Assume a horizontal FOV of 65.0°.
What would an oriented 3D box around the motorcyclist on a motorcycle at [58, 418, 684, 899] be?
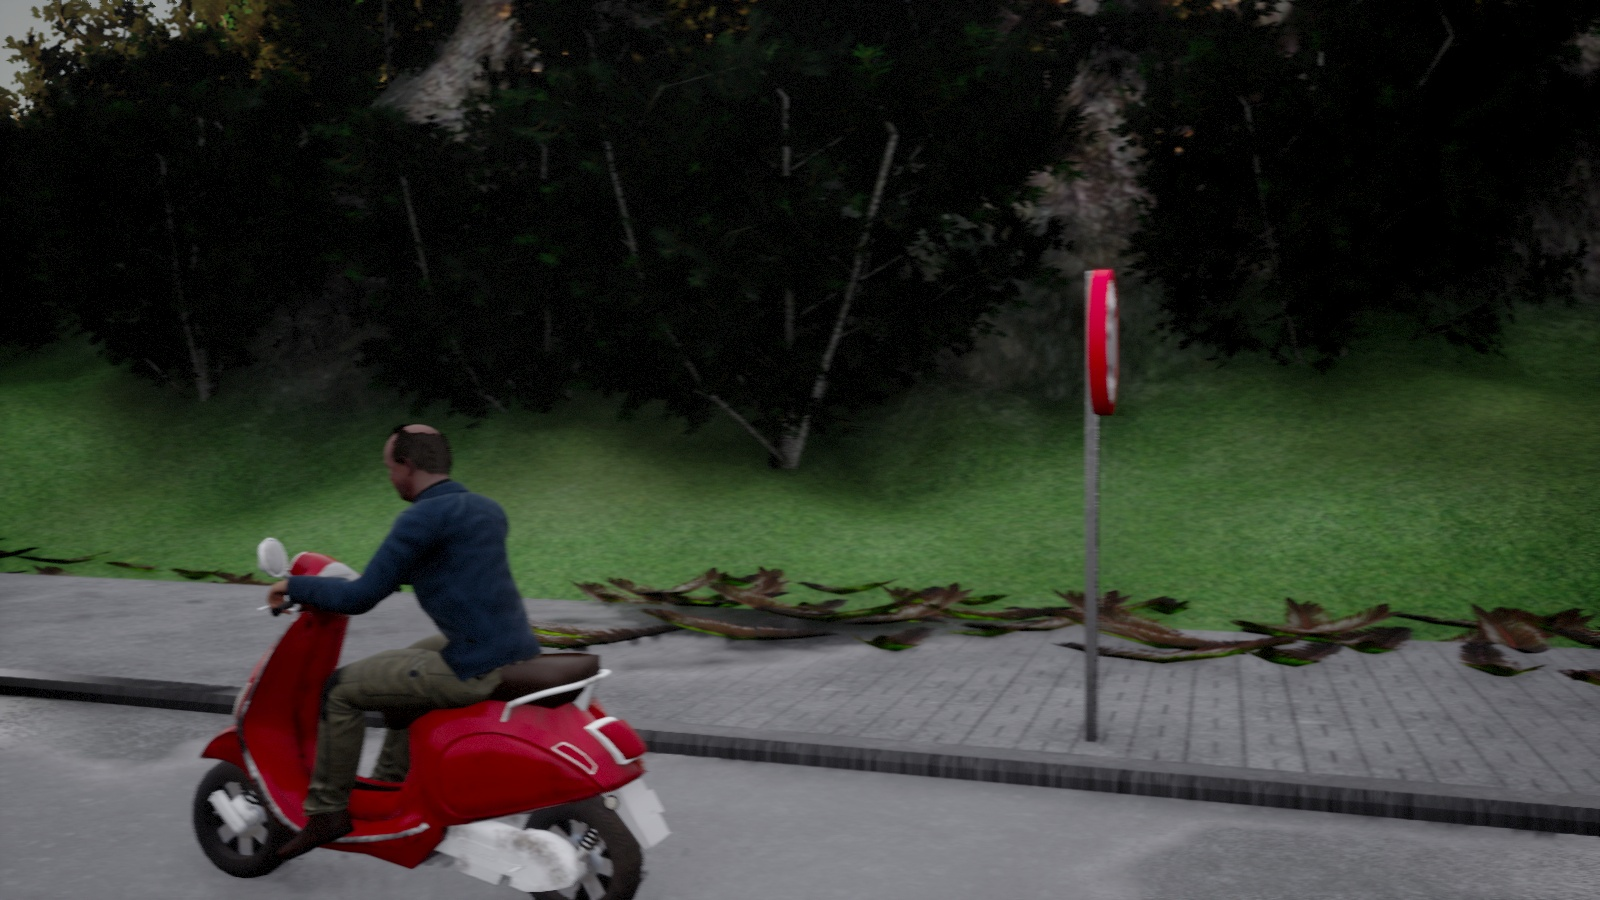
[{"bbox_3d":[-1.404,0.698,4.193,1.817,1.590,0.866,1,1,19],"label":"motorcyclist on a motorcycle"}]
